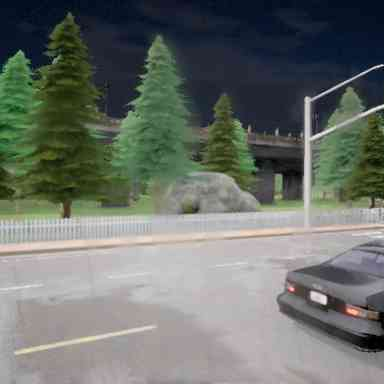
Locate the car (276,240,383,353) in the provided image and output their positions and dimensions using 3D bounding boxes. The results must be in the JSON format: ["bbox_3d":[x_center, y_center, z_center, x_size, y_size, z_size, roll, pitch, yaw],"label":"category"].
[{"bbox_3d":[4.054,1.558,5.823,5.357,1.411,2.033,0,0,-26],"label":"car"}]
